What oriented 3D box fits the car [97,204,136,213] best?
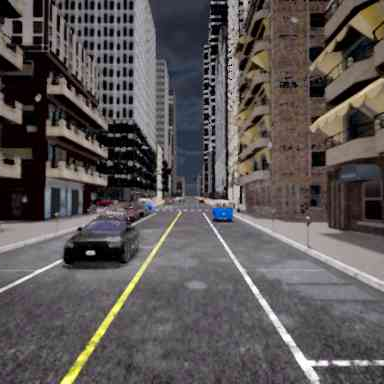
[{"bbox_3d":[-5.657,1.791,24.089,2.008,1.369,4.403,1,-1,0],"label":"car"}]

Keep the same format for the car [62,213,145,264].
[{"bbox_3d":[-3.107,1.685,12.158,1.994,1.385,4.181,0,-1,0],"label":"car"}]

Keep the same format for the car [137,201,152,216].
[{"bbox_3d":[-5.663,1.915,35.169,1.947,1.339,4.313,1,-1,0],"label":"car"}]

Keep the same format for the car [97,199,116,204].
[{"bbox_3d":[-16.526,2.124,63.350,4.097,1.590,1.967,0,-2,0],"label":"car"}]

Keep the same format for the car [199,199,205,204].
[{"bbox_3d":[2.654,2.473,89.990,1.802,1.307,4.206,1,-1,0],"label":"car"}]

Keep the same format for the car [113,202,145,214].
[{"bbox_3d":[-5.660,1.877,29.630,1.802,1.307,4.206,1,-1,0],"label":"car"}]

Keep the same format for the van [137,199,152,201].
[{"bbox_3d":[-5.832,1.745,40.712,1.690,1.788,3.998,1,-1,0],"label":"van"}]

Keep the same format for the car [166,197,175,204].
[{"bbox_3d":[-5.720,2.205,89.927,2.192,1.841,5.009,1,-1,0],"label":"car"}]

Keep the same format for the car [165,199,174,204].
[{"bbox_3d":[-5.723,2.416,84.349,1.802,1.307,4.206,1,-1,0],"label":"car"}]

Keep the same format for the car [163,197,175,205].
[{"bbox_3d":[-5.717,2.219,78.776,1.967,1.590,4.097,1,-1,0],"label":"car"}]

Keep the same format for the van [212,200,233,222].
[{"bbox_3d":[2.691,1.637,29.689,1.690,1.788,3.998,1,-1,0],"label":"van"}]
